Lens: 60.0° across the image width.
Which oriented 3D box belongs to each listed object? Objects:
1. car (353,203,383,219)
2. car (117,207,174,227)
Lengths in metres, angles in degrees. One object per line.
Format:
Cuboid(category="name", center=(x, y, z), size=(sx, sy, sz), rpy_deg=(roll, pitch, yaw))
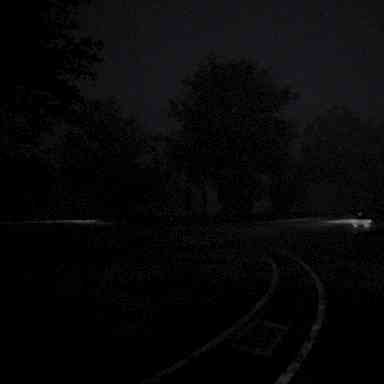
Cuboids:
Cuboid(category="car", center=(17.549, 1.785, 32.102), size=(4.902, 1.511, 2.128), rpy_deg=(0, -1, -34))
Cuboid(category="car", center=(-3.832, 1.941, 26.982), size=(4.902, 1.511, 2.128), rpy_deg=(-1, -1, 25))
